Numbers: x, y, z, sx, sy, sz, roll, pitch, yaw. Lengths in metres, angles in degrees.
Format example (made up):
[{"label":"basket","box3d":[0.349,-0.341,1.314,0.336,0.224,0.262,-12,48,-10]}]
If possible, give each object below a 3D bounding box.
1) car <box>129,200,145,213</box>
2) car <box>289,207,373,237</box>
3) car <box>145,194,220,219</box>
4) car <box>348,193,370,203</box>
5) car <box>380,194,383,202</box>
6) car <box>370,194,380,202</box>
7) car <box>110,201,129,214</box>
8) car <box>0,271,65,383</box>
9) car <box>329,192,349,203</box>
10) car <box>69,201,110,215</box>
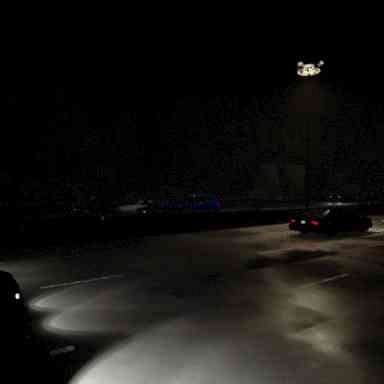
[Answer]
[{"label":"car","box3d":[-2.457,1.476,28.038,4.892,1.490,1.837,0,0,-35]},{"label":"car","box3d":[7.453,1.509,17.666,5.357,1.411,2.033,0,0,-36]},{"label":"car","box3d":[-0.394,1.192,25.211,5.566,2.045,2.150,0,0,-36]},{"label":"car","box3d":[28.204,0.986,54.156,4.902,1.511,2.128,-1,1,-35]},{"label":"car","box3d":[12.006,1.166,16.616,5.566,2.045,2.150,0,0,-36]},{"label":"car","box3d":[30.236,0.986,51.313,4.902,1.511,2.128,-1,1,-35]},{"label":"car","box3d":[-4.737,1.498,30.711,4.674,1.442,1.812,0,0,-36]},{"label":"car","box3d":[-2.788,1.563,1.759,4.181,1.385,1.994,0,0,-36]},{"label":"car","box3d":[25.191,0.869,56.296,4.553,1.767,2.097,-1,1,-35]},{"label":"car","box3d":[-8.905,1.531,32.036,5.357,1.411,2.033,0,0,-36]}]
